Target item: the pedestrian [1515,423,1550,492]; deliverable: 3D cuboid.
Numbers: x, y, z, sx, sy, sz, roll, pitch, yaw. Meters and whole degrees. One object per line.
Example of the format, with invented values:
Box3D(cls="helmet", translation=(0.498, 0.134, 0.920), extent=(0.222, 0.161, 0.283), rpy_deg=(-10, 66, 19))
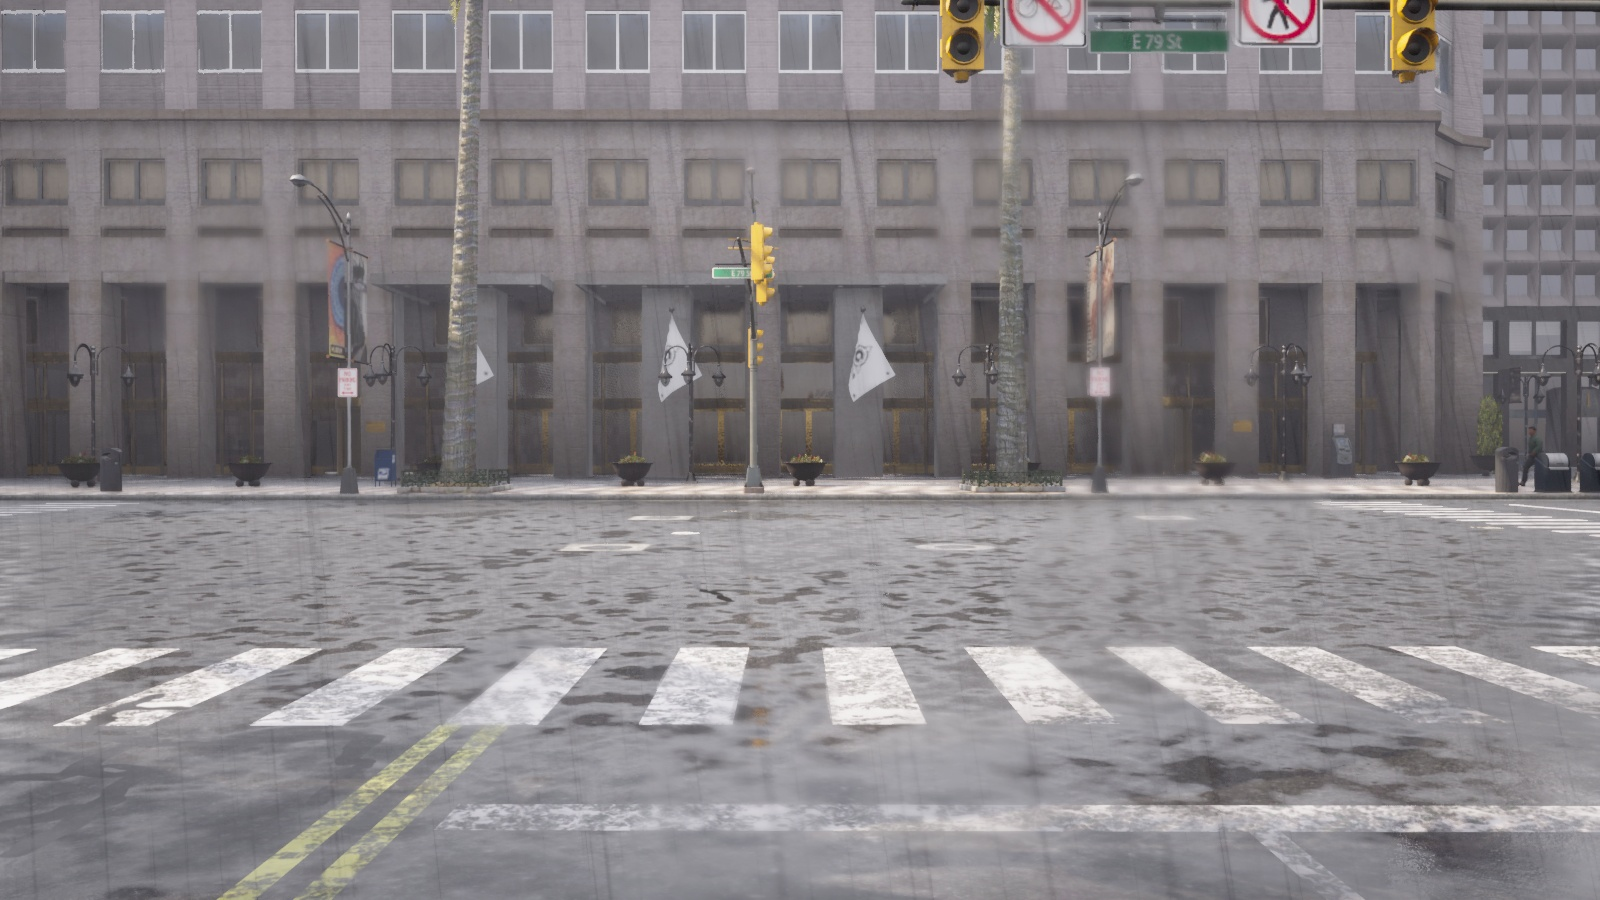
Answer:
Box3D(cls="pedestrian", translation=(20.895, 0.218, 35.830), extent=(0.788, 1.949, 0.423), rpy_deg=(0, 0, -10))
